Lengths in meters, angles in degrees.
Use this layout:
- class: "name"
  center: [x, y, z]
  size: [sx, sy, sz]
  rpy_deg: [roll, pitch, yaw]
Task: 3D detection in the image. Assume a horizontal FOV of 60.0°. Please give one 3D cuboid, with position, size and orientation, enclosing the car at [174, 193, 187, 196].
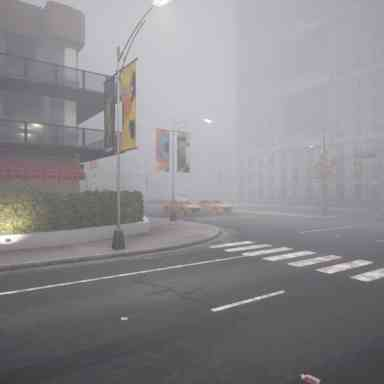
- class: "car"
  center: [-2.530, 1.221, 62.095]
  size: [2.150, 2.045, 5.566]
  rpy_deg: [0, 0, -20]

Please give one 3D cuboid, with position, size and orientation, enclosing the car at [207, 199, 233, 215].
- class: "car"
  center: [2.090, 1.477, 34.307]
  size: [1.882, 1.535, 5.008]
  rpy_deg: [0, 0, -35]

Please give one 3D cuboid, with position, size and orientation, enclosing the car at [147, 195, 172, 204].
- class: "car"
  center: [-6.142, 1.600, 59.288]
  size: [4.718, 1.301, 1.895]
  rpy_deg: [0, 0, 42]

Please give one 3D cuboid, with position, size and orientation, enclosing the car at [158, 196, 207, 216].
- class: "car"
  center: [-1.037, 1.477, 32.669]
  size: [1.882, 1.535, 5.008]
  rpy_deg: [0, 0, -35]
